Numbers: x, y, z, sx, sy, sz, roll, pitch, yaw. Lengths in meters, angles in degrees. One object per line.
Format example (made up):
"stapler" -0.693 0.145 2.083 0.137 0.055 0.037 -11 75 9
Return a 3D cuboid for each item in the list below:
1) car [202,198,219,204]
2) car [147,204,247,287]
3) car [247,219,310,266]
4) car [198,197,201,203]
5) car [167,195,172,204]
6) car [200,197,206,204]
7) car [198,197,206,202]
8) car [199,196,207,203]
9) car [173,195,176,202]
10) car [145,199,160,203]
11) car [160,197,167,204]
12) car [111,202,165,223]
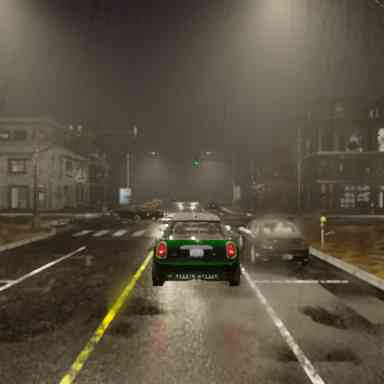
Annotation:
"car" 2.705 1.779 43.976 1.947 1.339 4.313 0 0 0
"car" 0.102 1.398 9.618 2.097 1.767 4.553 0 0 0
"car" 2.698 1.607 11.586 2.008 1.369 4.403 0 0 0
"car" 2.711 1.901 71.585 2.008 1.369 4.403 0 0 0
"car" -5.670 1.762 66.079 1.967 1.590 4.097 0 0 0
"car" 2.707 1.849 55.018 1.802 1.307 4.206 0 0 0
"car" 2.715 1.986 88.151 2.008 1.369 4.403 0 0 0
"car" 2.714 1.847 82.628 1.967 1.590 4.097 0 0 0
"car" -5.665 1.750 88.168 2.192 1.841 5.009 0 0 0
"car" -5.676 1.795 43.991 1.802 1.307 4.206 0 0 0
"car" -5.673 1.818 55.034 2.008 1.369 4.403 0 0 0
"car" -4.532 1.731 26.832 4.718 1.301 1.895 0 0 43
